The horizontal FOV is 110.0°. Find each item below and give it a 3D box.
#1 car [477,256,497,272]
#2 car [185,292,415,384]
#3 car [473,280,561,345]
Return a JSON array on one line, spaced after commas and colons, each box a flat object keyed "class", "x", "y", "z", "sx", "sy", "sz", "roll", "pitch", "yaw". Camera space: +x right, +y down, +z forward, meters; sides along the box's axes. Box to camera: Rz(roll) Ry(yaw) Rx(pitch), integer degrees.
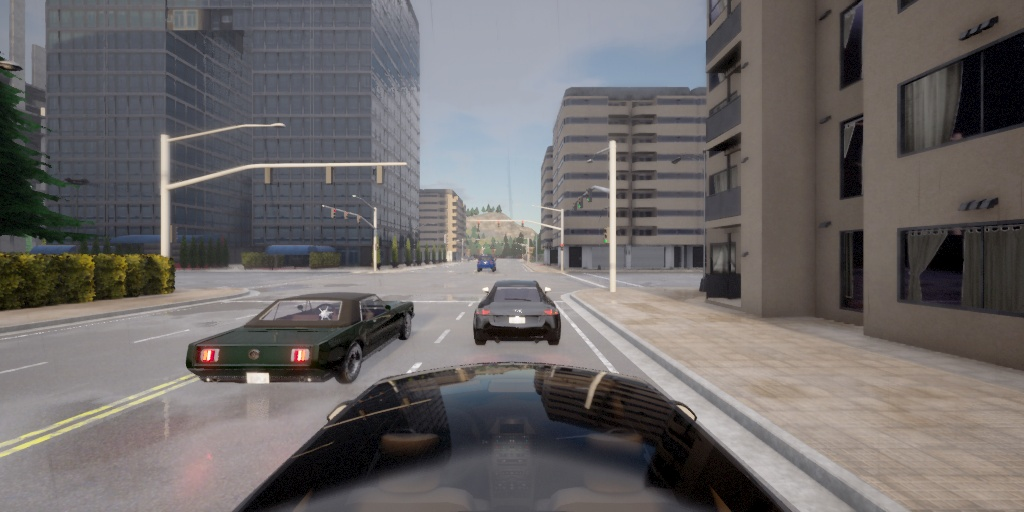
[{"class": "car", "x": -3.232, "y": 0.971, "z": 46.263, "sx": 2.150, "sy": 2.045, "sz": 5.566, "roll": 0, "pitch": 0, "yaw": 0}, {"class": "car", "x": -3.384, "y": 1.351, "z": 7.025, "sx": 1.895, "sy": 1.301, "sz": 4.718, "roll": 0, "pitch": 0, "yaw": 0}, {"class": "car", "x": 0.126, "y": 1.314, "z": 9.504, "sx": 1.994, "sy": 1.385, "sz": 4.181, "roll": 0, "pitch": 0, "yaw": 1}]
